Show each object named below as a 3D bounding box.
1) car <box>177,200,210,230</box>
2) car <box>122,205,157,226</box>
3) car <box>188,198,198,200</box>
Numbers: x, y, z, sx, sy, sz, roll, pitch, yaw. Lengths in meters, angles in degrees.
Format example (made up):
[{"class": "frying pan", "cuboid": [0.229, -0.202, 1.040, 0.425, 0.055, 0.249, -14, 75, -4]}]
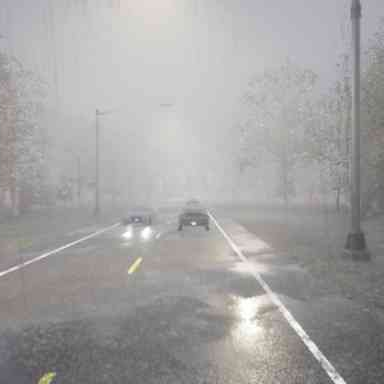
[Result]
[{"class": "car", "cuboid": [0.103, 1.537, 21.501, 1.837, 1.490, 4.892, 0, 0, 0]}, {"class": "car", "cuboid": [-3.580, 1.598, 23.448, 1.994, 1.385, 4.181, 0, 0, 0]}, {"class": "car", "cuboid": [0.106, 1.572, 46.024, 1.837, 1.490, 4.892, 0, 0, 0]}]
